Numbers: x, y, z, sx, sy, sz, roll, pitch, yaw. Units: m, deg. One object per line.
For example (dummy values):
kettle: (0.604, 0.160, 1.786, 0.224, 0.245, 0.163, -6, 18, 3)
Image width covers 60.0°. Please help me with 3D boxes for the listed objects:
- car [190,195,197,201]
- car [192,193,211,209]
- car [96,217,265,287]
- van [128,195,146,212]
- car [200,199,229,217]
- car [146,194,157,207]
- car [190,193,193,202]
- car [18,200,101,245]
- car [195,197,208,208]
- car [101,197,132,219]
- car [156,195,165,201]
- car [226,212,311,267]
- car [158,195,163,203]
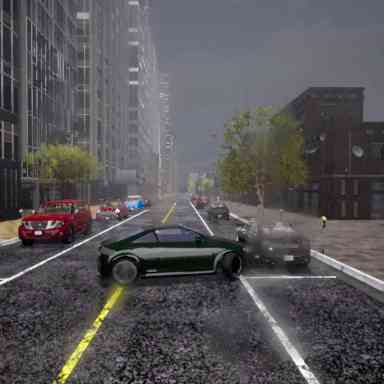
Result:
car: (0.381, 1.551, 88.614, 1.802, 1.307, 4.206, -1, 0, -1)
car: (1.542, 1.301, 44.353, 2.192, 1.841, 5.009, -1, 0, -1)
car: (-0.440, 1.557, 9.095, 4.181, 1.385, 1.994, 0, 0, -14)
van: (-6.690, 1.329, 38.610, 1.690, 1.788, 3.998, -1, 0, -1)
car: (2.014, 1.543, 27.021, 2.008, 1.369, 4.403, -1, 0, -1)
car: (-6.981, 1.299, 49.675, 2.192, 1.841, 5.009, -1, 0, -1)
car: (0.813, 1.290, 72.017, 2.192, 1.841, 5.009, -1, 0, -1)
car: (-6.190, 1.310, 15.748, 2.192, 1.841, 5.009, -1, 0, -1)
car: (1.395, 1.509, 50.056, 1.752, 1.417, 4.829, -1, 0, -1)
car: (-6.389, 1.432, 26.816, 1.967, 1.590, 4.097, -1, 0, -1)
car: (-7.848, 1.496, 82.703, 1.752, 1.417, 4.829, -1, 0, -1)
car: (2.549, 1.548, 11.161, 2.008, 1.369, 4.403, -1, 0, -1)
car: (-7.415, 1.522, 66.274, 1.887, 1.381, 4.507, -1, 0, -1)
